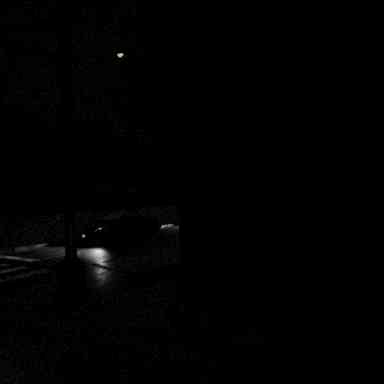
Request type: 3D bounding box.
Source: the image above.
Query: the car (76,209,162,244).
[{"bbox_3d":[-3.390,1.576,16.258,1.812,1.442,4.674,-4,-1,34],"label":"car"}]
